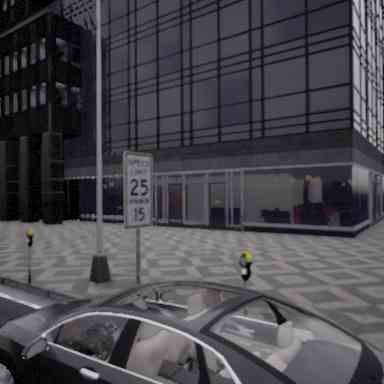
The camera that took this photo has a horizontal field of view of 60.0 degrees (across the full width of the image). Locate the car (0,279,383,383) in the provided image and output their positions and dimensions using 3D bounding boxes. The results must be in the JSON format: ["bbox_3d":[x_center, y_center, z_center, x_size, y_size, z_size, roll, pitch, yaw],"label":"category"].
[{"bbox_3d":[-0.304,1.572,3.175,4.403,1.369,2.008,-1,0,35],"label":"car"}]
